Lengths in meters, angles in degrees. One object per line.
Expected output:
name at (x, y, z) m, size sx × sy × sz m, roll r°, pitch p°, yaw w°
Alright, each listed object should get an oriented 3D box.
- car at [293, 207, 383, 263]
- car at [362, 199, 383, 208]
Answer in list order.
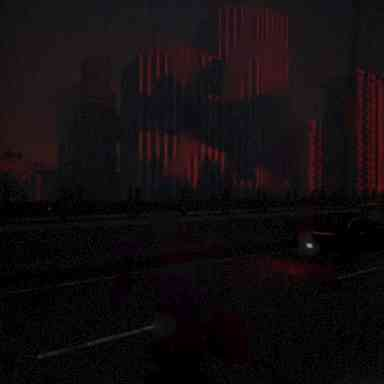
car at (5.800, 1.532, 12.211) m, size 4.902 × 1.511 × 2.128 m, roll 0°, pitch 0°, yaw -35°
car at (23.037, 1.622, 41.252) m, size 5.008 × 1.535 × 1.882 m, roll 0°, pitch 0°, yaw -34°
